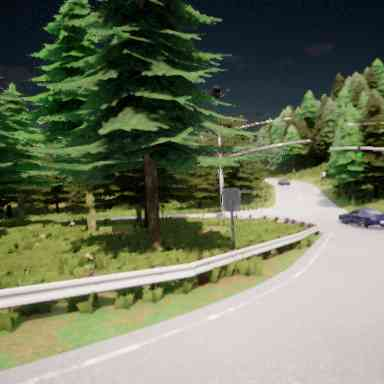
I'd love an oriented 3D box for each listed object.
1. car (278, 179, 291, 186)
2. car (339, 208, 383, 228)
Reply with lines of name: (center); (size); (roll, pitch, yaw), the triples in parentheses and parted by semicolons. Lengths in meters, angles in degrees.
car: (18.954, -2.008, 68.244); (1.994, 1.385, 4.181); (-3, 7, 6)
car: (13.741, 2.044, 26.751); (1.812, 1.442, 4.674); (0, 0, -7)
